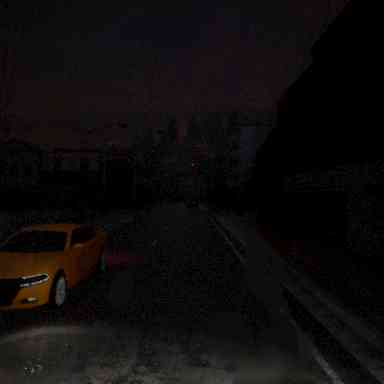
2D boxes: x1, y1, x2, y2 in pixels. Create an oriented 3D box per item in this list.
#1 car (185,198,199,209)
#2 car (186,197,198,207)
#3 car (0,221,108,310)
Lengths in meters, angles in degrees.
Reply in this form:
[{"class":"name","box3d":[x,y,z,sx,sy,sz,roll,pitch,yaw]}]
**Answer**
[{"class":"car","box3d":[0.007,1.768,53.455,2.097,1.767,4.553,0,0,0]},{"class":"car","box3d":[0.009,1.846,63.512,2.097,1.767,4.553,0,0,0]},{"class":"car","box3d":[-3.510,1.543,8.225,1.882,1.535,5.008,0,-1,0]}]
